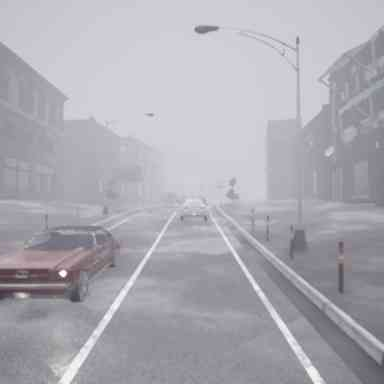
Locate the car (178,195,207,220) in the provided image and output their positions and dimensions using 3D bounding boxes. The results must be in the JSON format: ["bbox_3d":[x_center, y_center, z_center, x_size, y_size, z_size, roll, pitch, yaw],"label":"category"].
[{"bbox_3d":[0.133,1.175,24.244,1.812,1.442,4.674,0,1,0],"label":"car"}]

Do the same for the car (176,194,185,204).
[{"bbox_3d":[-1.331,1.151,51.737,1.837,1.490,4.892,0,-1,8],"label":"car"}]

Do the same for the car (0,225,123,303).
[{"bbox_3d":[-3.095,1.558,8.262,1.895,1.301,4.718,0,1,0],"label":"car"}]
